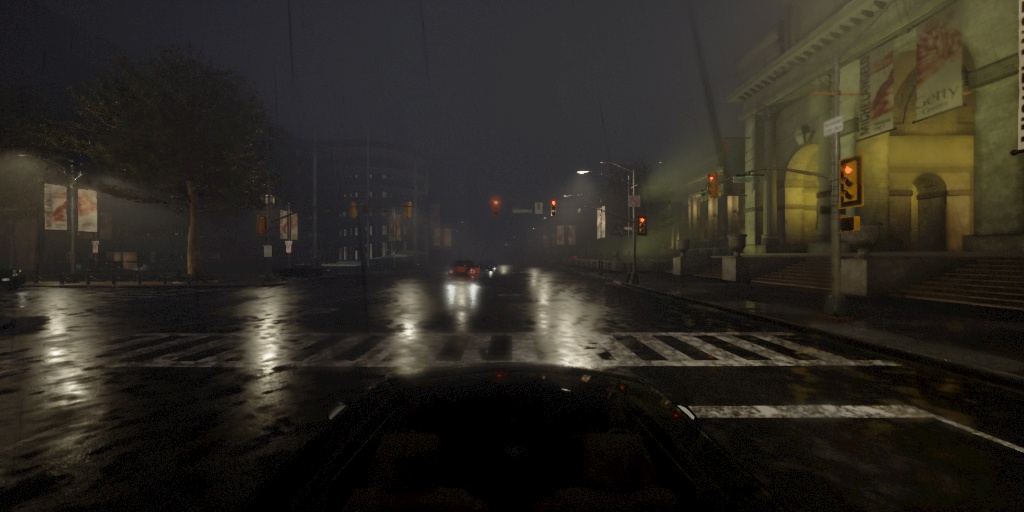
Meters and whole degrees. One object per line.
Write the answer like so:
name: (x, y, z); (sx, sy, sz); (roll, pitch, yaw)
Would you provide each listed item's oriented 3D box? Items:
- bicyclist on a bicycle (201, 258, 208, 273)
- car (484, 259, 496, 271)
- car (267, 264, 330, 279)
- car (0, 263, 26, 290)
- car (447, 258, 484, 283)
bicyclist on a bicycle: (-34.228, 1.051, 39.560); (0.582, 1.620, 1.656); (0, 0, 0)
car: (-3.598, 1.228, 48.814); (1.882, 1.535, 5.008); (0, 0, 0)
car: (-19.090, 1.351, 32.032); (4.718, 1.301, 1.895); (0, 0, -10)
car: (-31.114, 0.971, 20.095); (5.566, 2.045, 2.150); (0, 0, 0)
car: (-3.599, 1.102, 27.518); (2.097, 1.767, 4.553); (0, 0, 0)
